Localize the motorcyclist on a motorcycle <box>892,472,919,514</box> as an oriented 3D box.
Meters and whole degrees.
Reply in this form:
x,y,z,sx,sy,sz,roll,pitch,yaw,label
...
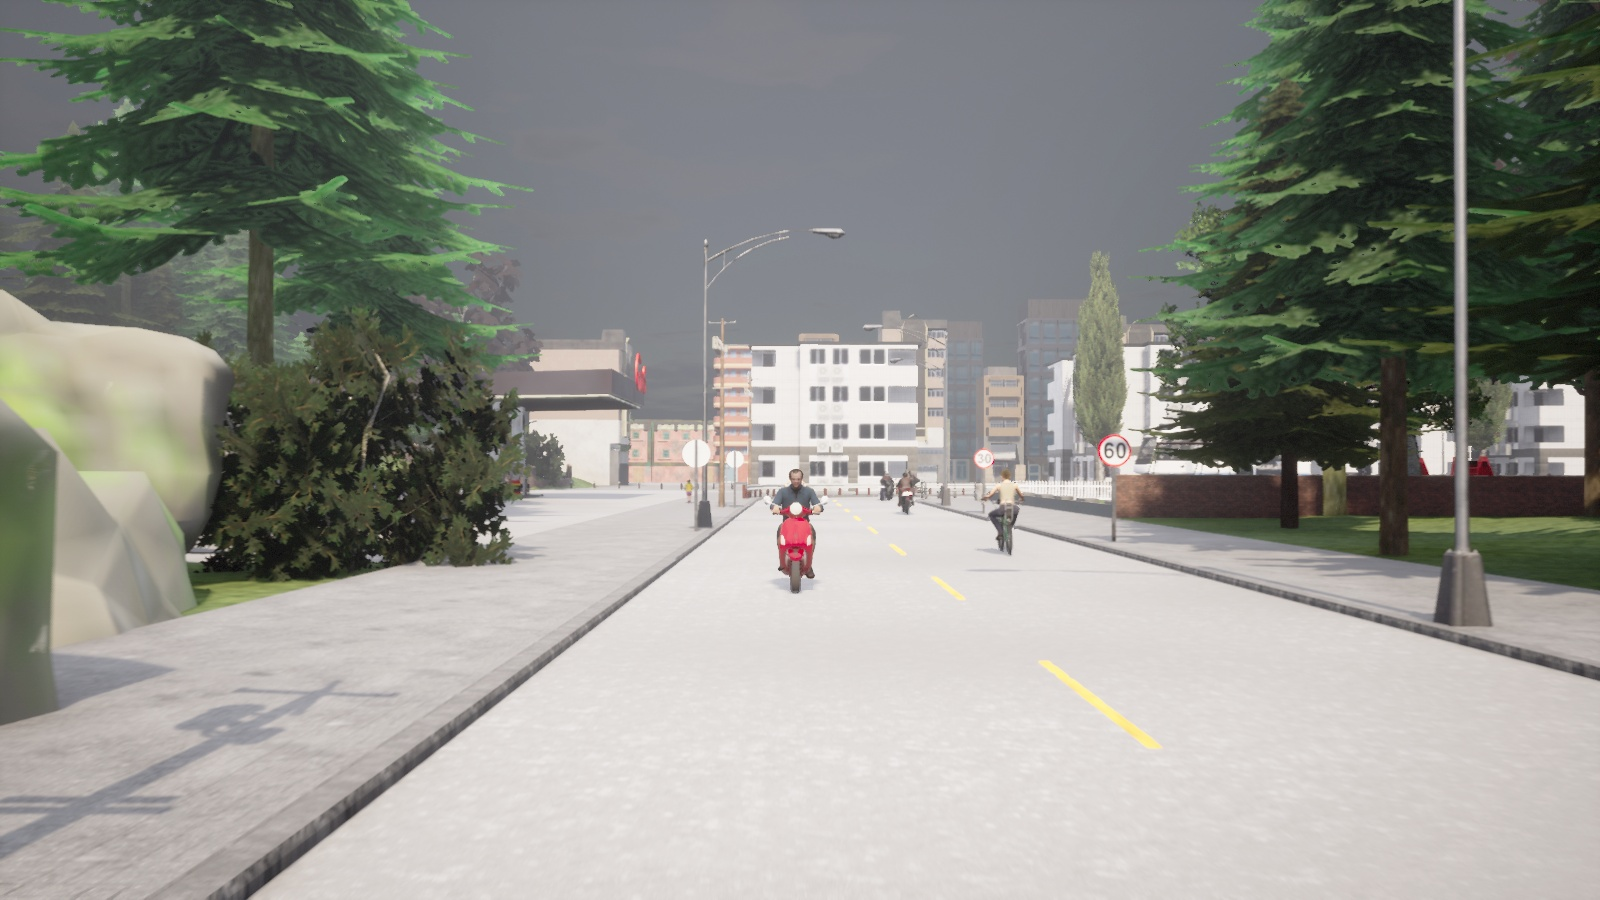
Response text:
x,y,z,sx,sy,sz,roll,pitch,yaw,label
3.845,1.548,45.786,0.797,1.523,2.044,0,-1,0,motorcyclist on a motorcycle

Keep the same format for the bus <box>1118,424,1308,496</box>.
x,y,z,sx,sy,sz,roll,pitch,yaw,label
25.025,0.619,76.515,10.273,4.253,3.944,0,-1,0,bus

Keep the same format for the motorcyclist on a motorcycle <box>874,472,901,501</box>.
x,y,z,sx,sy,sz,roll,pitch,yaw,label
4.713,1.965,67.673,0.866,1.530,2.191,1,-1,20,motorcyclist on a motorcycle

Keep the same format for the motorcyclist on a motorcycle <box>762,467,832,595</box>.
x,y,z,sx,sy,sz,roll,pitch,yaw,label
-0.044,1.045,16.585,0.866,1.590,1.817,0,-2,0,motorcyclist on a motorcycle

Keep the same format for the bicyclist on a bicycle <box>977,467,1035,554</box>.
x,y,z,sx,sy,sz,roll,pitch,yaw,label
3.925,1.138,24.059,0.866,1.612,1.509,0,-1,0,bicyclist on a bicycle
